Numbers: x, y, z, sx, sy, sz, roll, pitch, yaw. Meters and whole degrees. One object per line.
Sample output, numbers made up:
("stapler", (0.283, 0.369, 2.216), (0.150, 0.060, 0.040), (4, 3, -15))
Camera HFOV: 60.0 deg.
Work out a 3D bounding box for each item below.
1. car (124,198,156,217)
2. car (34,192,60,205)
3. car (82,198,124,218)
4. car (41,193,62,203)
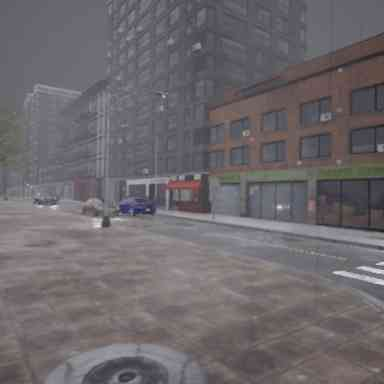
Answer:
("car", (-4.856, 1.206, 28.091), (1.882, 1.535, 5.008), (1, 0, -35))
("car", (-19.029, 0.792, 43.206), (2.097, 1.767, 4.553), (1, 0, -35))
("car", (-7.416, 1.188, 26.608), (1.812, 1.442, 4.674), (1, 0, -35))
("car", (-22.315, 0.912, 52.774), (2.128, 1.511, 4.902), (1, -1, -35))
